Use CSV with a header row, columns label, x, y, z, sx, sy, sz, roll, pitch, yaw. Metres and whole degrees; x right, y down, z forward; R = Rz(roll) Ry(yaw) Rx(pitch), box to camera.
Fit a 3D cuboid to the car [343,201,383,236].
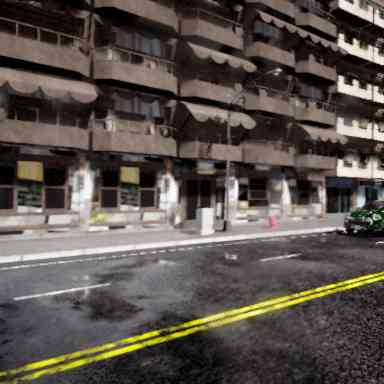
label,x,y,z,sx,sy,sz,roll,pitch,yaw
car,10.519,1.280,18.529,4.553,1.767,2.097,1,0,-33
